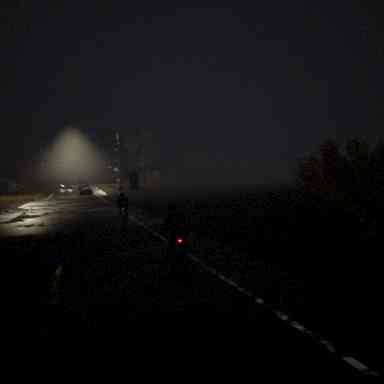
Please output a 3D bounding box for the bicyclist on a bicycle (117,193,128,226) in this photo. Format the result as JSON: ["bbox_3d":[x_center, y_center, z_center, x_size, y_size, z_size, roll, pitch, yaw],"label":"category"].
[{"bbox_3d":[-3.499,0.855,16.893,0.582,1.620,1.656,-3,2,-19],"label":"bicyclist on a bicycle"}]

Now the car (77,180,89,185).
[{"bbox_3d":[-22.753,-1.475,69.398,2.150,2.045,5.566,-3,4,-19],"label":"car"}]

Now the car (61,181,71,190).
[{"bbox_3d":[-28.184,-1.548,74.386,2.097,1.767,4.553,-3,4,-19],"label":"car"}]

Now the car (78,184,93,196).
[{"bbox_3d":[-16.573,-0.133,51.997,1.994,1.385,4.181,-3,4,-19],"label":"car"}]

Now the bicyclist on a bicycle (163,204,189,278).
[{"bbox_3d":[-0.376,1.113,7.882,0.582,1.620,1.656,-3,2,-19],"label":"bicyclist on a bicycle"}]
